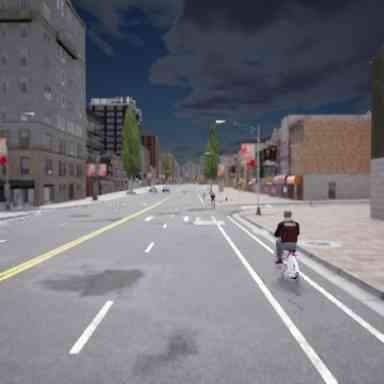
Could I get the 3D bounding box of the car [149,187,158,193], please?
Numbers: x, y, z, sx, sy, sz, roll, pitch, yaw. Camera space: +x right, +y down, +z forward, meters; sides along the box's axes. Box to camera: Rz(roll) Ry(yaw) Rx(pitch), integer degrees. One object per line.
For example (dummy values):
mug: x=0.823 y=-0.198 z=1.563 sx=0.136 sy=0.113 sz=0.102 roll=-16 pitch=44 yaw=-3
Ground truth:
car: x=-9.742 y=-0.524 z=83.696 sx=1.837 sy=1.490 sz=4.892 roll=0 pitch=2 yaw=0

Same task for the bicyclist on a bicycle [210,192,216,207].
bicyclist on a bicycle: x=2.237 y=0.829 z=35.812 sx=0.659 sy=1.776 sz=1.843 roll=-1 pitch=1 yaw=0

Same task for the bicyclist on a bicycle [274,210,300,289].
bicyclist on a bicycle: x=2.250 y=1.299 z=8.022 sx=0.659 sy=1.776 sz=1.843 roll=0 pitch=1 yaw=0

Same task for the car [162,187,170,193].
car: x=-6.492 y=-0.484 z=83.697 sx=2.033 sy=1.411 sz=5.357 roll=0 pitch=2 yaw=0

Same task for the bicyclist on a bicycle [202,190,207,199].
bicyclist on a bicycle: x=2.276 y=0.503 z=61.255 sx=0.866 sy=1.612 sz=1.509 roll=0 pitch=2 yaw=0
